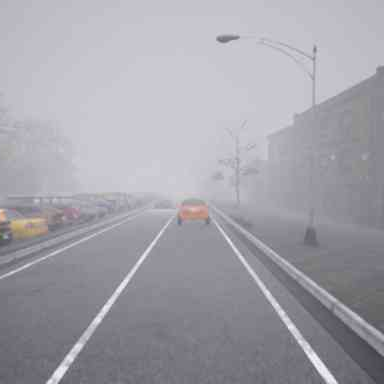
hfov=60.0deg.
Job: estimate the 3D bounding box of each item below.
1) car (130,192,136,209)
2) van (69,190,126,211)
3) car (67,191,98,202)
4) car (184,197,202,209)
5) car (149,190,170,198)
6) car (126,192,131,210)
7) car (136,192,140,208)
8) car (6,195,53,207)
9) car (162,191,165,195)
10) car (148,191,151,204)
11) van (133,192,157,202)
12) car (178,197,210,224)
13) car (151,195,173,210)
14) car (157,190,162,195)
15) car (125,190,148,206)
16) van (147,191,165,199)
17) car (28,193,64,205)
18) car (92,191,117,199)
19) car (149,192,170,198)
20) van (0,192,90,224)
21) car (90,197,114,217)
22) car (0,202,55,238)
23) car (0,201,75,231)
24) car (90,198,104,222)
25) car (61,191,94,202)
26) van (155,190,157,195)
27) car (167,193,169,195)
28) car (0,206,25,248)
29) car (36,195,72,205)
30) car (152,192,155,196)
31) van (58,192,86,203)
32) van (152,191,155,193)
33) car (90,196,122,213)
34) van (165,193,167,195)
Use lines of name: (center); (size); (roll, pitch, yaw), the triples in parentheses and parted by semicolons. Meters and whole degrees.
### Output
car: (-8.863, 1.148, 36.665); (4.553, 1.767, 2.185); (0, 0, 0)
van: (-8.772, 1.073, 31.058); (4.442, 1.987, 1.878); (0, 0, 0)
car: (-21.974, 0.881, 66.870); (5.566, 2.045, 2.435); (0, 0, 0)
car: (0.117, 1.323, 41.565); (2.033, 1.411, 5.357); (0, 0, 0)
car: (-8.920, 0.602, 92.736); (5.566, 2.045, 2.435); (0, 1, 0)
car: (-8.923, 1.161, 33.862); (4.553, 1.767, 2.185); (0, 0, 0)
car: (-8.866, 1.135, 39.468); (4.553, 1.767, 2.185); (0, 0, 0)
car: (-21.796, 1.235, 44.665); (5.366, 1.575, 1.946); (0, 0, 0)
car: (-8.959, 1.114, 73.115); (4.792, 1.488, 2.163); (0, 1, 0)
car: (-8.874, 0.984, 45.074); (5.566, 2.045, 2.435); (0, 0, 0)
van: (-9.038, 0.921, 64.695); (4.442, 1.987, 1.878); (0, 0, 0)
car: (0.109, 1.212, 23.600); (2.097, 1.767, 4.553); (0, 0, 0)
car: (-3.324, 1.348, 39.750); (1.994, 1.385, 4.181); (0, 0, 0)
car: (-8.890, 0.908, 61.895); (5.566, 2.045, 2.435); (0, 0, 0)
car: (-8.871, 0.997, 42.271); (5.566, 2.045, 2.435); (0, 0, 0)
van: (-9.057, 0.731, 84.327); (4.442, 1.987, 1.878); (0, 1, 0)
car: (-22.018, 1.087, 50.214); (4.553, 1.767, 2.185); (0, 0, 0)
car: (-21.990, 0.716, 83.527); (5.566, 2.045, 2.435); (0, 1, 0)
car: (-8.760, 0.885, 89.936); (5.366, 1.575, 1.946); (0, 1, 0)
van: (-8.761, 1.124, 19.845); (4.442, 1.987, 1.878); (0, 0, 0)
car: (-8.854, 1.354, 25.453); (4.792, 1.488, 2.163); (0, 0, 0)
car: (-9.058, 1.372, 14.239); (5.366, 1.575, 1.946); (0, 0, 0)
car: (-8.905, 1.392, 17.043); (4.792, 1.488, 2.163); (0, 0, 0)
car: (-8.852, 1.366, 22.649); (4.792, 1.488, 2.163); (0, 0, 0)
car: (-22.029, 0.899, 64.093); (5.566, 2.045, 2.435); (0, 0, 0)
van: (-9.032, 0.946, 59.090); (4.442, 1.987, 1.878); (0, 0, 0)
car: (-8.932, 0.992, 81.527); (5.008, 1.535, 2.097); (0, 1, 0)
car: (-8.865, 1.389, 11.440); (5.008, 1.535, 2.097); (0, 0, 0)
car: (-21.961, 1.230, 52.992); (4.792, 1.488, 2.163); (0, 0, 0)
car: (-8.904, 1.199, 53.485); (4.892, 1.521, 2.231); (0, 0, 0)
van: (-22.114, 0.937, 61.317); (4.442, 1.987, 1.878); (0, 0, 0)
van: (-9.030, 0.959, 56.287); (4.442, 1.987, 1.878); (0, 0, 0)
car: (-8.881, 1.311, 28.256); (5.008, 1.535, 2.097); (0, 0, 0)
van: (-8.818, 0.800, 78.717); (4.442, 1.987, 1.878); (0, 1, 0)
